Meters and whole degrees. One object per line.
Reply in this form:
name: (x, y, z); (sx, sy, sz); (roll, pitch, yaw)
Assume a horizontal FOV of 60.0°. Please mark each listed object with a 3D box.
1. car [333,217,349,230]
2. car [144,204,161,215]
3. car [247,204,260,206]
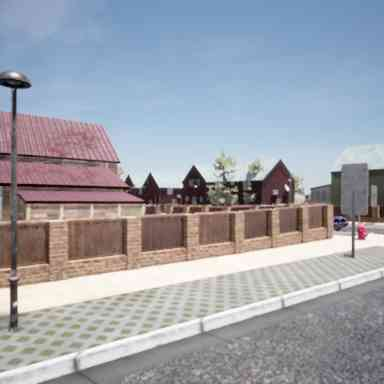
car: (8.013, 1.909, 22.620); (1.895, 1.301, 4.718); (1, -2, -36)
car: (-5.663, 2.314, 41.614); (2.097, 1.767, 4.553); (1, -3, -36)
car: (5.723, 1.940, 30.816); (2.097, 1.767, 4.553); (1, -2, -36)
